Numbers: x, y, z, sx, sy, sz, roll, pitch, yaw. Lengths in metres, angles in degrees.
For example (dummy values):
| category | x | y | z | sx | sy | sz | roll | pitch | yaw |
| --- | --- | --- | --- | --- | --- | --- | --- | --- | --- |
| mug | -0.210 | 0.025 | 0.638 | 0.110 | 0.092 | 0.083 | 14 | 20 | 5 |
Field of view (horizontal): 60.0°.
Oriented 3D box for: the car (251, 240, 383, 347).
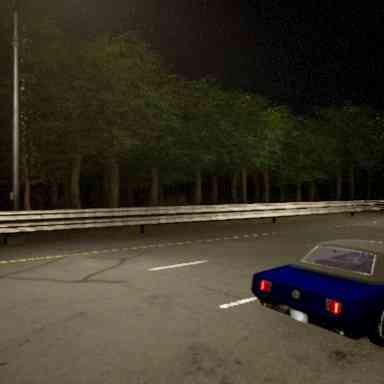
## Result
| category | x | y | z | sx | sy | sz | roll | pitch | yaw |
| --- | --- | --- | --- | --- | --- | --- | --- | --- | --- |
| car | 3.426 | 1.587 | 6.307 | 4.718 | 1.301 | 1.895 | 0 | 0 | -35 |
